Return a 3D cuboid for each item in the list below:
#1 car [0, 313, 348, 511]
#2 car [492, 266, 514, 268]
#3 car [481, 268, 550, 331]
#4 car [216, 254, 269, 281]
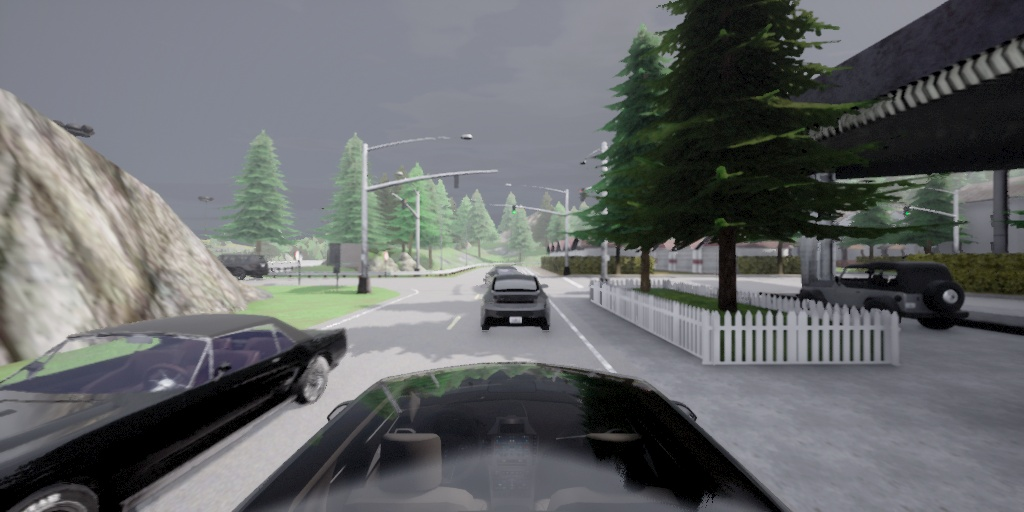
[{"bbox_3d":[-3.586,1.358,3.578,1.895,1.301,4.718,0,0,0],"label":"car"},{"bbox_3d":[-0.551,1.327,22.190,2.033,1.411,5.357,0,1,-12],"label":"car"},{"bbox_3d":[0.089,1.290,11.096,1.837,1.490,4.892,0,0,0],"label":"car"},{"bbox_3d":[-22.506,0.878,28.585,5.566,2.045,2.150,0,0,1],"label":"car"}]
